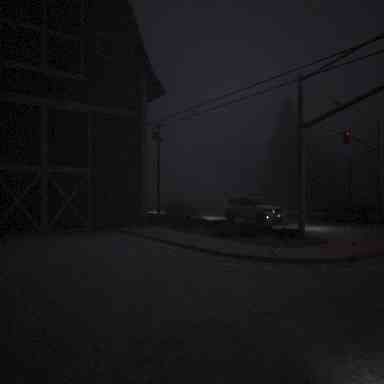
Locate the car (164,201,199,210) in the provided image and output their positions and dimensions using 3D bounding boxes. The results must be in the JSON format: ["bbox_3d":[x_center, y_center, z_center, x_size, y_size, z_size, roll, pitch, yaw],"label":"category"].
[{"bbox_3d":[-1.155,1.713,35.178,1.882,1.535,5.008,0,0,-35],"label":"car"}]

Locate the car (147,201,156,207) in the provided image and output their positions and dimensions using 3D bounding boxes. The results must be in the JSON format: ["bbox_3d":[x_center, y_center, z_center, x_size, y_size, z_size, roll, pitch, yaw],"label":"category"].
[{"bbox_3d":[-7.062,1.795,43.804,1.837,1.490,4.892,0,0,-34],"label":"car"}]

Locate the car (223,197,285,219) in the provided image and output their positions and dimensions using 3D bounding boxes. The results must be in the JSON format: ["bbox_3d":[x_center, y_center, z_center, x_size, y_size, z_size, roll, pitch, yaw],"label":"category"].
[{"bbox_3d":[4.772,1.402,26.533,2.150,2.045,5.566,0,0,-34],"label":"car"}]
